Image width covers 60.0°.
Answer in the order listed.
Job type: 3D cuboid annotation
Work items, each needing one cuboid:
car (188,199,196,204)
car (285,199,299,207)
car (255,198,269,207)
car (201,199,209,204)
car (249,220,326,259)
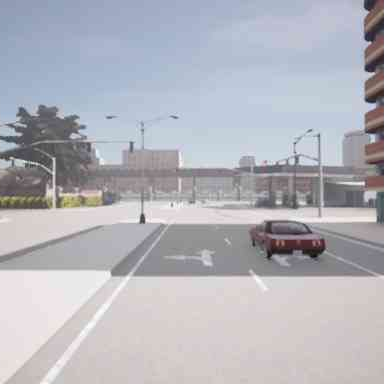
[{"bbox_3d":[0.005,2.480,87.175,2.033,1.411,5.357,0,-1,0],"label":"car"},{"bbox_3d":[18.959,2.145,63.264,1.970,1.475,3.806,0,-1,0],"label":"car"},{"bbox_3d":[13.214,1.976,62.503,2.242,1.667,4.611,0,-1,0],"label":"car"},{"bbox_3d":[3.505,2.463,87.175,1.812,1.442,4.674,0,-1,0],"label":"car"},{"bbox_3d":[3.514,1.747,13.235,1.895,1.301,4.718,0,-1,0],"label":"car"}]
